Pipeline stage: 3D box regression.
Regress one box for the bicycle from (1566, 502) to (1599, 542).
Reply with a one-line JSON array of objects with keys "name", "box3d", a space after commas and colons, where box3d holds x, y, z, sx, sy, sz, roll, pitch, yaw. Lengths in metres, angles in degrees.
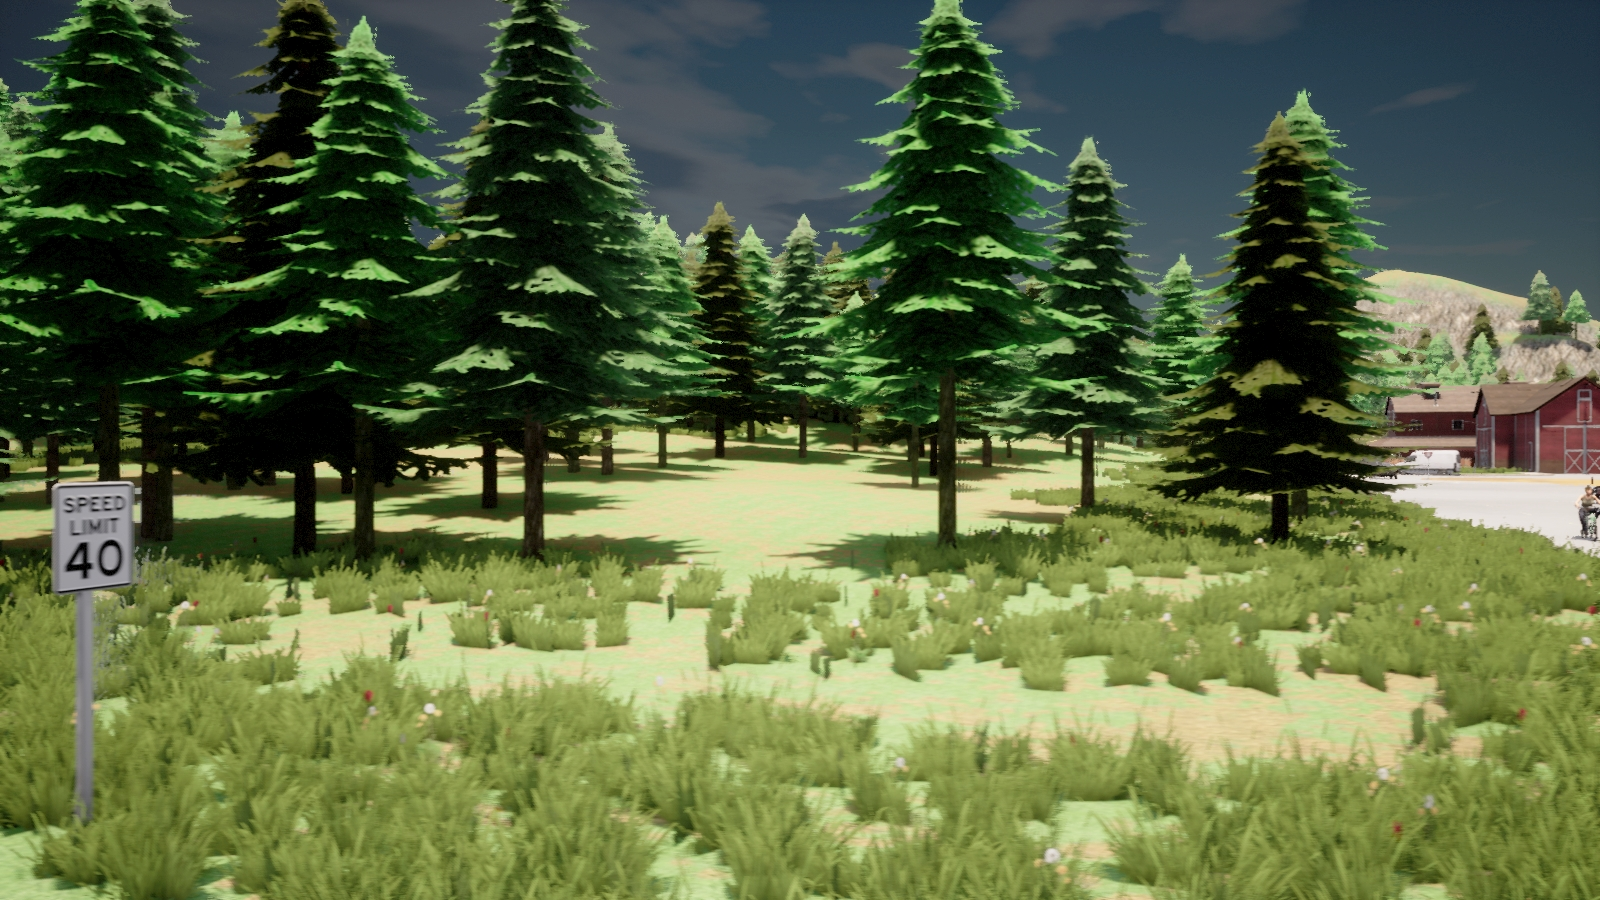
[{"name": "bicycle", "box3d": [23.249, 2.120, 33.647, 0.859, 1.080, 1.487, 0, 0, 21]}]
